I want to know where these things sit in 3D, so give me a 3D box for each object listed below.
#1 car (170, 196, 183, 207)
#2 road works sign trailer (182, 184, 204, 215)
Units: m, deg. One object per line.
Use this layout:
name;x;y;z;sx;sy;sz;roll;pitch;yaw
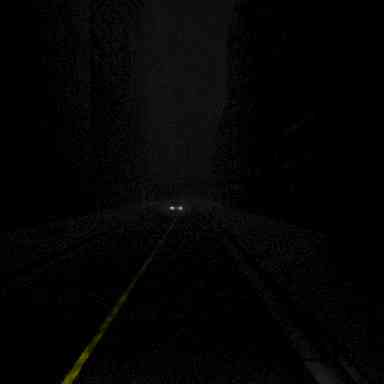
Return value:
car;-3.002;1.888;65.695;2.150;2.045;5.566;0;0;0
road works sign trailer;0.004;0.851;38.872;2.380;3.560;2.880;0;-1;0
